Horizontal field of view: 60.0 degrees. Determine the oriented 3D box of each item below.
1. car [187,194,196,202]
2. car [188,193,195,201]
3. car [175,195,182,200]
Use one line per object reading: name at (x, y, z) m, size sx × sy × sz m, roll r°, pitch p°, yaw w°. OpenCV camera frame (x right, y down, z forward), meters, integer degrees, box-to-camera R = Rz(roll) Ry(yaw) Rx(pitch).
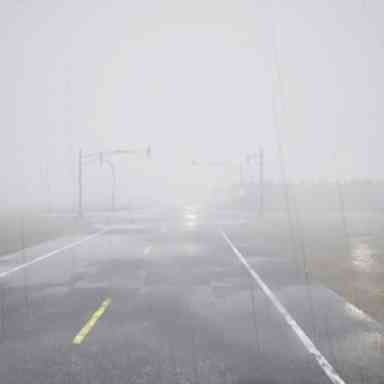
car at (-0.109, 1.881, 84.560) m, size 1.895 × 1.301 × 4.718 m, roll 0°, pitch 0°, yaw 0°
car at (-0.122, 1.456, 94.565) m, size 2.150 × 2.045 × 5.566 m, roll 0°, pitch 0°, yaw 0°
car at (-3.614, 1.433, 88.707) m, size 2.128 × 1.511 × 4.902 m, roll 0°, pitch 0°, yaw 0°
